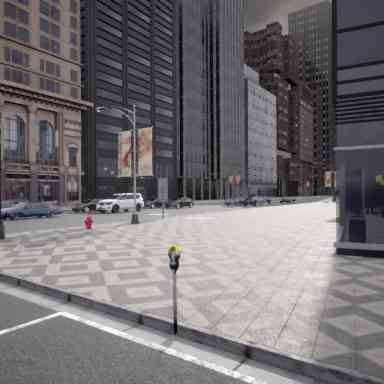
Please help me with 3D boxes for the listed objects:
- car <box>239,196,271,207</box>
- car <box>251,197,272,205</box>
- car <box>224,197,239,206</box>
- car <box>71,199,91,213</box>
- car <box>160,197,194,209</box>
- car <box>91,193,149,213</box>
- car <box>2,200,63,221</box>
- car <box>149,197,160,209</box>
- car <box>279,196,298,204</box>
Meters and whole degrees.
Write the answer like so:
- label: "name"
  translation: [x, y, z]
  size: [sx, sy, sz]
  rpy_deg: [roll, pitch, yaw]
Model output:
- label: "car"
  translation: [9.183, 1.357, 48.105]
  size: [1.837, 1.490, 4.892]
  rpy_deg: [-1, -1, 36]
- label: "car"
  translation: [12.288, 1.469, 58.301]
  size: [1.895, 1.301, 4.718]
  rpy_deg: [-1, 0, 35]
- label: "car"
  translation: [6.786, 1.428, 50.410]
  size: [2.033, 1.411, 5.357]
  rpy_deg: [-1, 0, 36]
- label: "car"
  translation: [-10.974, 1.483, 36.797]
  size: [1.837, 1.490, 4.892]
  rpy_deg: [-1, 0, 35]
- label: "car"
  translation: [-1.643, 1.430, 44.360]
  size: [1.837, 1.490, 4.892]
  rpy_deg: [-1, 0, 35]
- label: "car"
  translation: [-7.614, 1.171, 35.928]
  size: [2.150, 2.045, 5.566]
  rpy_deg: [-1, 0, 35]
- label: "car"
  translation: [-13.487, 1.522, 27.606]
  size: [2.033, 1.411, 5.357]
  rpy_deg: [-1, 0, 35]
- label: "car"
  translation: [-4.973, 1.458, 45.280]
  size: [1.837, 1.490, 4.892]
  rpy_deg: [-1, 0, 35]
- label: "car"
  translation: [17.415, 1.439, 59.760]
  size: [1.895, 1.301, 4.718]
  rpy_deg: [-1, 0, 35]
